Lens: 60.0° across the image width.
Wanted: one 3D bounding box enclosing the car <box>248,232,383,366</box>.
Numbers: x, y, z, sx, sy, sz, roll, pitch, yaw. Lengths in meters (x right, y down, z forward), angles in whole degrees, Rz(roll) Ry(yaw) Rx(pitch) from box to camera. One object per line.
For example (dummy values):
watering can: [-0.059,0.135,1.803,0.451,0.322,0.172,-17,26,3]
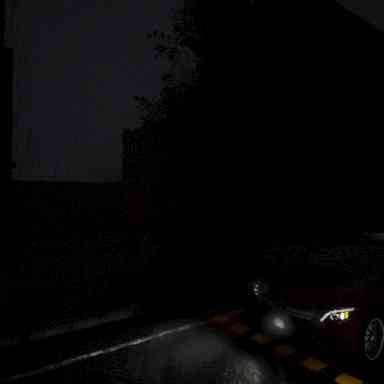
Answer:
car: [3.083,1.497,5.897,4.674,1.442,1.812,-1,0,-36]
